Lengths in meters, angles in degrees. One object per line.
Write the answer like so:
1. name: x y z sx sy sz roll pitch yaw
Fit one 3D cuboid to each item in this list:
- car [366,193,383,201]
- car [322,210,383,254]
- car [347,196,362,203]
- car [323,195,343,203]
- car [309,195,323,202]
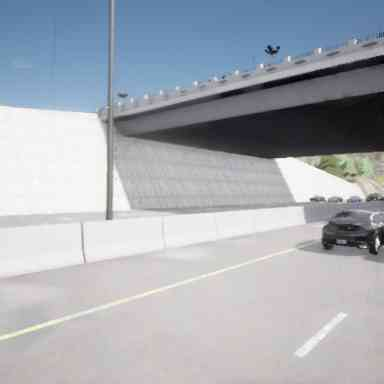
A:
1. car: 33.682 1.213 61.143 2.150 2.045 5.566 1 1 41
2. car: 6.850 1.492 13.535 1.837 1.490 4.892 1 1 41
3. car: 31.037 1.456 63.441 1.812 1.442 4.674 1 1 41
4. car: 28.377 1.401 65.715 2.128 1.511 4.902 1 1 41
5. car: 25.716 1.359 67.989 2.033 1.411 5.357 1 1 41
